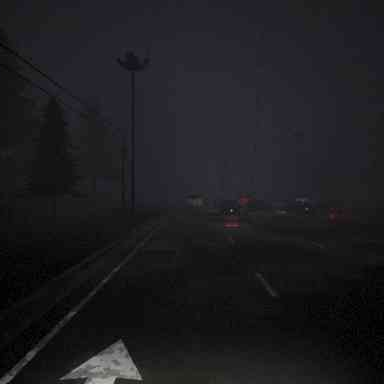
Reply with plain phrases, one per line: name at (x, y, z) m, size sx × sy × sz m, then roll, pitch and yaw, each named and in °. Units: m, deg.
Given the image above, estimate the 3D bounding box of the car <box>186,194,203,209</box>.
car at (0.344, 1.221, 44.656) m, size 2.150 × 2.045 × 5.566 m, roll 0°, pitch 0°, yaw 1°

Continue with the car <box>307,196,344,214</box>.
car at (14.295, 1.491, 35.307) m, size 2.128 × 1.511 × 4.902 m, roll 0°, pitch 0°, yaw 0°

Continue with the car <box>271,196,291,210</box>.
car at (10.819, 1.547, 43.269) m, size 2.033 × 1.411 × 5.357 m, roll 0°, pitch 0°, yaw 0°

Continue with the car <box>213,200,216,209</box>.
car at (3.824, 1.547, 44.431) m, size 2.033 × 1.411 × 5.357 m, roll 0°, pitch 0°, yaw 1°

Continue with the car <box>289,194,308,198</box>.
car at (14.342, 1.221, 45.555) m, size 2.150 × 2.045 × 5.566 m, roll 0°, pitch 0°, yaw 0°

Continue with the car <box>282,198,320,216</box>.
car at (10.783, 1.564, 33.181) m, size 1.994 × 1.385 × 4.181 m, roll 0°, pitch 0°, yaw 0°

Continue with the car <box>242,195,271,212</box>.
car at (7.313, 1.477, 38.305) m, size 1.882 × 1.535 × 5.008 m, roll 0°, pitch 0°, yaw 1°

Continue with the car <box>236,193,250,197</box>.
car at (7.352, 1.221, 48.317) m, size 2.150 × 2.045 × 5.566 m, roll 0°, pitch 0°, yaw 1°

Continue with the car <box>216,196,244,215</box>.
car at (3.787, 1.505, 34.053) m, size 1.837 × 1.490 × 4.892 m, roll 0°, pitch 0°, yaw 0°
